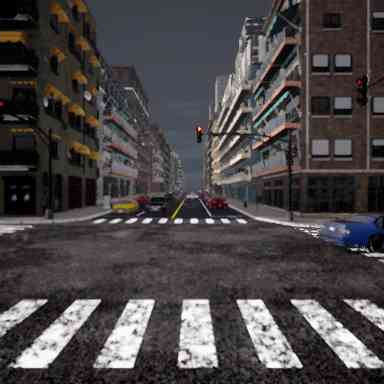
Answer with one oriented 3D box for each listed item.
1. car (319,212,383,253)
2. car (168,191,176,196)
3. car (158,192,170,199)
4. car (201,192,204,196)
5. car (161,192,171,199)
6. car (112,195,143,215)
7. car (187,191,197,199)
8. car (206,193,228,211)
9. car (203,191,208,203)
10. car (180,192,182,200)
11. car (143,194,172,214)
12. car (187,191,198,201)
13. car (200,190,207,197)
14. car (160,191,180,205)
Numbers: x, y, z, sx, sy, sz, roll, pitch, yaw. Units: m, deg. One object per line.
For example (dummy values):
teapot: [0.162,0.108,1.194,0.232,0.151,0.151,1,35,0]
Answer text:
car: [7.738,1.501,12.788,5.357,1.411,2.033,2,0,-8]
car: [-5.609,0.411,95.145,2.008,1.369,4.403,1,1,0]
car: [-5.631,0.736,67.531,2.008,1.369,4.403,1,1,0]
car: [2.737,0.965,50.941,1.802,1.307,4.206,1,1,0]
car: [-5.627,0.664,73.054,1.887,1.381,4.507,1,1,0]
car: [-5.660,1.176,28.699,1.752,1.417,4.829,1,1,0]
car: [0.055,0.605,70.637,2.128,1.511,4.902,0,1,0]
car: [2.724,1.127,34.371,1.887,1.381,4.507,1,1,0]
car: [2.730,0.956,39.893,1.967,1.590,4.097,1,1,0]
car: [-2.951,0.589,64.843,2.097,1.767,4.553,0,1,0]
car: [-3.076,1.156,30.344,1.812,1.442,4.674,0,1,0]
car: [0.048,0.868,60.663,1.895,1.301,4.718,0,1,0]
car: [3.064,0.358,82.678,2.097,1.767,4.553,0,1,0]
car: [-3.055,0.945,46.031,1.837,1.490,4.892,0,1,0]
